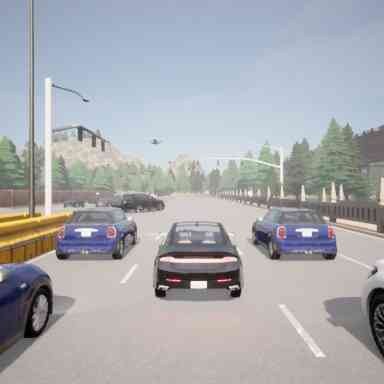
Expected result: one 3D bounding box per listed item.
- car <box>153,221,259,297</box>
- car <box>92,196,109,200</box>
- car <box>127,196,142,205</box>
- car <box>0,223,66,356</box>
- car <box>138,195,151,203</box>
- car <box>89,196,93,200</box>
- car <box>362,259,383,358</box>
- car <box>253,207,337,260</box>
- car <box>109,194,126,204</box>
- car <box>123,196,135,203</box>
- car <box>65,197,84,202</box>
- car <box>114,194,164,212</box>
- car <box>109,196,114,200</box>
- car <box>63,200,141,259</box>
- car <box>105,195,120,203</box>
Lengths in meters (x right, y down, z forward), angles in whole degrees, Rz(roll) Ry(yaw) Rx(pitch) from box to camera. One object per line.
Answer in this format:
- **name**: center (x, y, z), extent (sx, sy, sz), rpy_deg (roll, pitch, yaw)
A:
- **car**: center (0.132, 1.491, 8.540), extent (2.128, 1.511, 4.902), rpy_deg (0, 0, 0)
- **car**: center (-13.864, 1.525, 52.983), extent (1.812, 1.442, 4.674), rpy_deg (0, 0, 1)
- **car**: center (-10.332, 1.525, 59.996), extent (1.812, 1.442, 4.674), rpy_deg (0, 0, 1)
- **car**: center (-3.383, 1.352, 3.759), extent (2.097, 1.767, 4.553), rpy_deg (0, 0, 0)
- **car**: center (-10.214, 1.525, 72.579), extent (2.128, 1.511, 4.902), rpy_deg (0, 0, 0)
- **car**: center (-17.328, 1.504, 59.803), extent (1.837, 1.490, 4.892), rpy_deg (0, 0, 1)
- **car**: center (3.614, 1.216, 2.634), extent (2.150, 2.045, 5.566), rpy_deg (0, -1, 0)
- **car**: center (3.647, 1.352, 12.653), extent (2.097, 1.767, 4.553), rpy_deg (0, 0, 0)
- **car**: center (-13.807, 1.354, 62.129), extent (2.097, 1.767, 4.553), rpy_deg (0, 0, 1)
- **car**: center (-13.714, 1.552, 72.562), extent (1.994, 1.385, 4.181), rpy_deg (0, 0, 0)
- **car**: center (-17.411, 1.505, 49.395), extent (1.837, 1.490, 4.892), rpy_deg (0, 0, 1)
- **car**: center (-5.525, 1.221, 37.238), extent (2.150, 2.045, 5.566), rpy_deg (1, 1, 37)
- **car**: center (-10.393, 1.477, 49.267), extent (1.882, 1.535, 5.008), rpy_deg (0, 0, 0)
- **car**: center (-3.401, 1.352, 12.675), extent (2.097, 1.767, 4.553), rpy_deg (0, 0, -1)
- **car**: center (-17.216, 1.525, 71.976), extent (2.128, 1.511, 4.902), rpy_deg (0, 0, 0)
